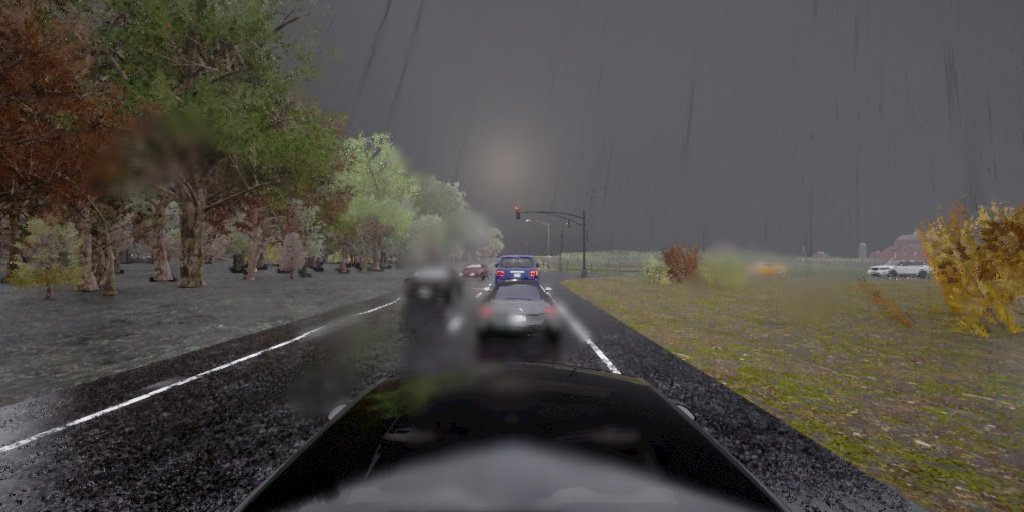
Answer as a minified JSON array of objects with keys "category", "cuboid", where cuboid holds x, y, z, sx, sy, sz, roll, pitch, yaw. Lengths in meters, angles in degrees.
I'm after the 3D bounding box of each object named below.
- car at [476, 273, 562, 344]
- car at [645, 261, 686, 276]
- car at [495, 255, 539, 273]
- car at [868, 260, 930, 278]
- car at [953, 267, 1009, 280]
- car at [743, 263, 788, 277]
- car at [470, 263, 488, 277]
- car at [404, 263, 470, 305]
[{"category":"car","cuboid":[0.173,1.316,9.637,1.994,1.385,4.181,0,0,1]},{"category":"car","cuboid":[18.049,1.354,42.046,4.553,1.767,2.097,1,-1,2]},{"category":"car","cuboid":[0.272,0.976,19.050,2.150,2.045,5.566,0,0,1]},{"category":"car","cuboid":[44.876,1.515,41.594,5.566,2.045,2.150,1,-1,1]},{"category":"car","cuboid":[49.460,1.848,37.921,4.181,1.385,1.994,1,-1,2]},{"category":"car","cuboid":[29.296,1.602,41.839,5.008,1.535,1.882,1,-1,1]},{"category":"car","cuboid":[-3.112,1.282,30.831,1.812,1.442,4.674,0,0,1]},{"category":"car","cuboid":[-3.260,1.231,15.966,1.882,1.535,5.008,0,0,0]}]
